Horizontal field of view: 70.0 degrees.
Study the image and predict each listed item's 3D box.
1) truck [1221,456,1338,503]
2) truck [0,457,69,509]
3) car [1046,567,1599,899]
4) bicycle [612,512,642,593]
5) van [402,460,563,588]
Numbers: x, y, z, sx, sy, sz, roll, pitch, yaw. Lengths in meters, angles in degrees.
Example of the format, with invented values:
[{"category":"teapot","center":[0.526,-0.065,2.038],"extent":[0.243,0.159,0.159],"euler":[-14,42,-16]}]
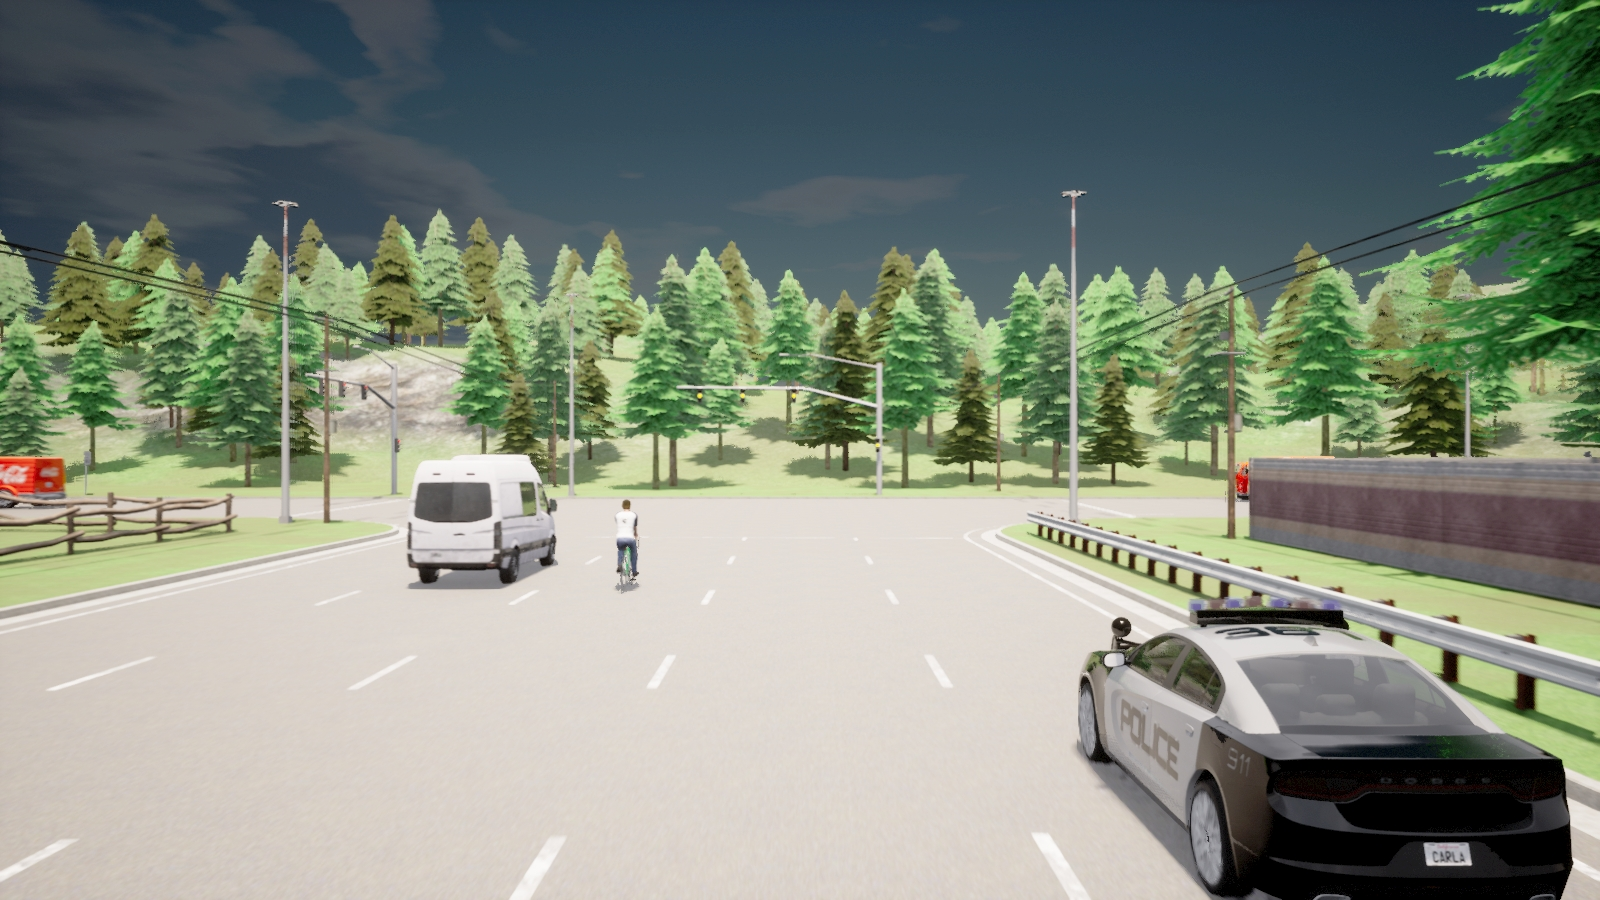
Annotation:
[{"category":"truck","center":[25.921,1.565,61.901],"extent":[5.204,2.467,2.627],"euler":[0,0,0]},{"category":"truck","center":[-38.810,1.568,55.288],"extent":[5.204,2.467,2.627],"euler":[0,0,1]},{"category":"car","center":[3.501,1.982,8.761],"extent":[2.097,1.638,5.238],"euler":[0,0,0]},{"category":"bicycle","center":[-3.498,2.056,23.199],"extent":[0.373,1.496,1.643],"euler":[0,0,0]},{"category":"van","center":[-6.993,1.530,25.888],"extent":[1.988,2.561,5.915],"euler":[0,-1,0]}]
